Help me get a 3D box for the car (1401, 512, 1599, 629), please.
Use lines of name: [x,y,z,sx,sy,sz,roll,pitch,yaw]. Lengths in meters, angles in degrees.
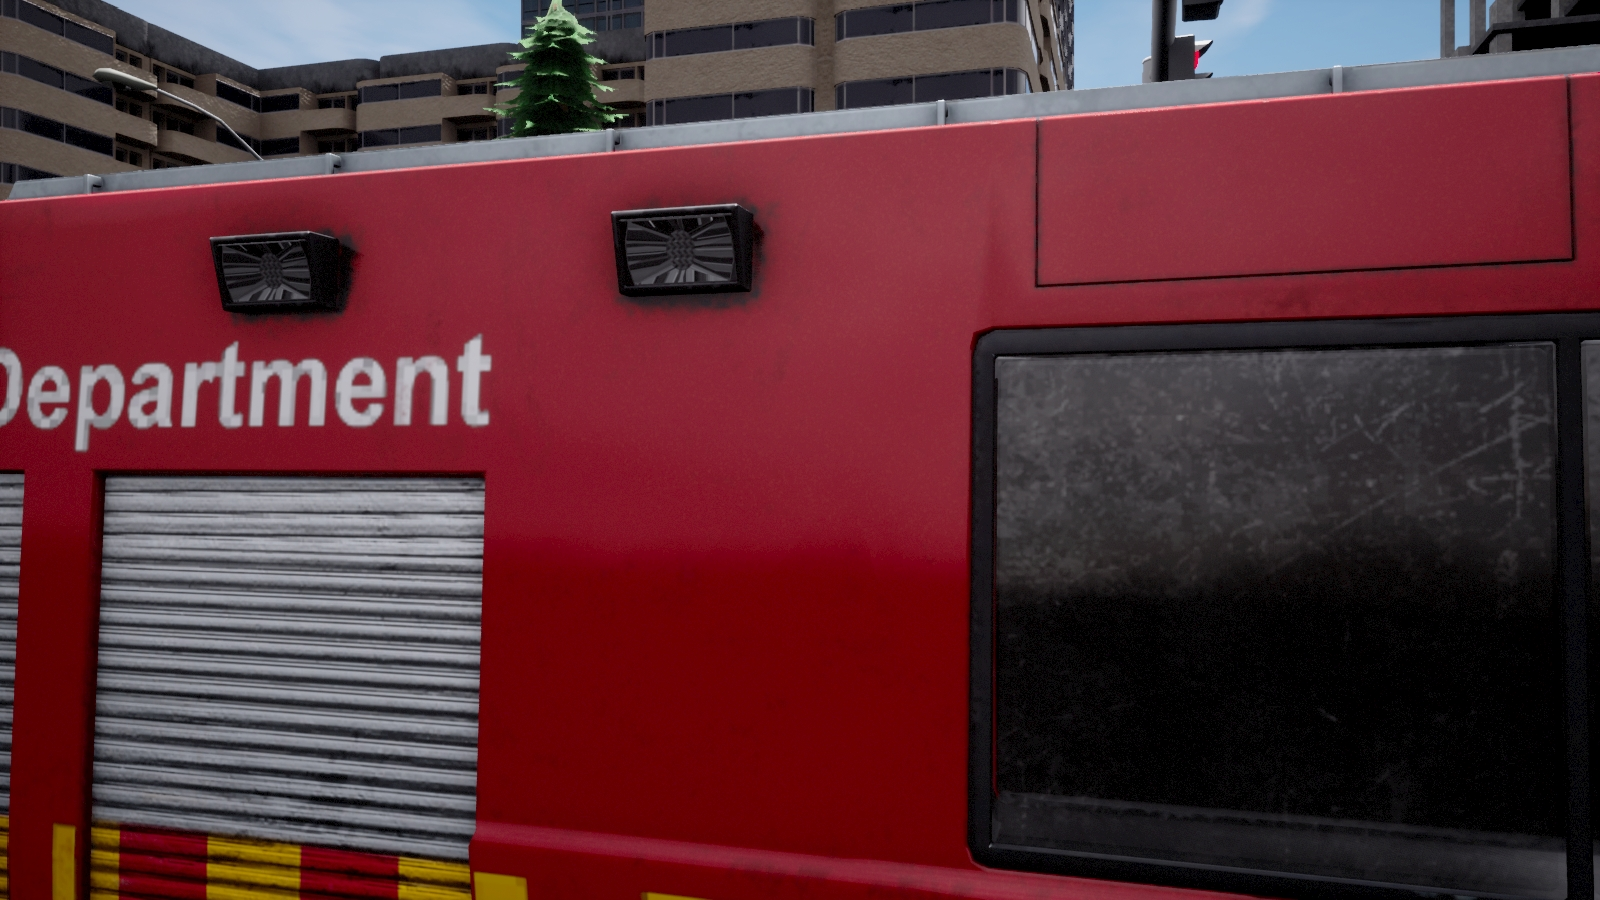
car: [12.484,2.037,20.491,2.038,1.542,4.974,0,0,16]
